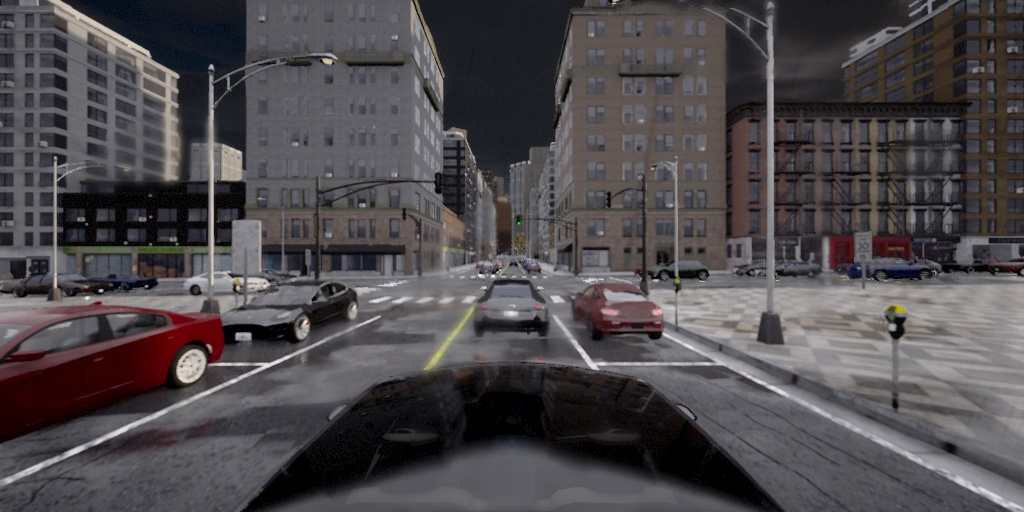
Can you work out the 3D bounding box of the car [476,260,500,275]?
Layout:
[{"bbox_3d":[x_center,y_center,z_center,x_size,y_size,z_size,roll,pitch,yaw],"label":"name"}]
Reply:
[{"bbox_3d":[-2.958,1.527,44.928,1.812,1.442,4.674,0,0,2],"label":"car"}]

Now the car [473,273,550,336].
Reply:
[{"bbox_3d":[0.000,1.378,10.654,1.994,1.385,4.181,0,0,0],"label":"car"}]

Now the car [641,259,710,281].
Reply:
[{"bbox_3d":[13.406,1.077,29.191,4.553,1.767,2.097,-1,0,0],"label":"car"}]

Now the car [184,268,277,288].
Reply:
[{"bbox_3d":[-17.841,1.674,22.513,4.674,1.442,1.812,-1,0,0],"label":"car"}]

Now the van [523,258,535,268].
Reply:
[{"bbox_3d":[2.945,1.375,52.669,1.690,1.789,3.998,0,0,0],"label":"van"}]

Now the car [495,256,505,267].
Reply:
[{"bbox_3d":[-2.806,1.432,64.488,2.097,1.767,4.553,0,0,1],"label":"car"}]

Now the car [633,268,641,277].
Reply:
[{"bbox_3d":[13.562,1.331,32.441,4.718,1.301,1.895,-1,0,0],"label":"car"}]

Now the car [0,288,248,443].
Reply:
[{"bbox_3d":[-5.767,1.314,4.240,1.888,1.381,4.507,0,0,0],"label":"car"}]

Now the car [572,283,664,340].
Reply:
[{"bbox_3d":[2.743,1.390,9.906,1.802,1.307,4.207,0,0,0],"label":"car"}]

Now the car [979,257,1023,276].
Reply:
[{"bbox_3d":[41.952,0.807,29.136,5.008,1.535,1.882,-1,0,1],"label":"car"}]

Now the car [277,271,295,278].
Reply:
[{"bbox_3d":[-17.932,1.649,25.809,4.902,1.511,2.128,-1,0,4],"label":"car"}]

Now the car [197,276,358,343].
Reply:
[{"bbox_3d":[-5.782,1.375,9.884,1.948,1.339,4.313,0,0,0],"label":"car"}]

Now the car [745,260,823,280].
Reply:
[{"bbox_3d":[22.359,1.090,29.185,4.902,1.511,2.128,-1,0,0],"label":"car"}]

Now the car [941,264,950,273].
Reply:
[{"bbox_3d":[31.824,0.972,29.171,4.892,1.490,1.837,-1,0,0],"label":"car"}]

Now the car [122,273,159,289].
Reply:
[{"bbox_3d":[-28.461,1.893,25.768,4.718,1.301,1.895,-1,0,0],"label":"car"}]

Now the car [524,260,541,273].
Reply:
[{"bbox_3d":[2.913,1.592,47.117,1.802,1.307,4.207,0,0,0],"label":"car"}]

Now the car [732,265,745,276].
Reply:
[{"bbox_3d":[22.603,1.093,32.434,4.902,1.511,2.128,-1,0,0],"label":"car"}]

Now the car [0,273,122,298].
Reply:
[{"bbox_3d":[-28.471,1.832,22.518,5.357,1.411,2.033,-1,0,0],"label":"car"}]

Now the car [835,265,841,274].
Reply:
[{"bbox_3d":[32.074,0.976,32.423,4.892,1.490,1.837,-1,0,0],"label":"car"}]

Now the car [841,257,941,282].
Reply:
[{"bbox_3d":[27.067,0.876,25.732,4.553,1.767,2.097,-1,0,0],"label":"car"}]

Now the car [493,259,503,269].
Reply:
[{"bbox_3d":[-2.900,1.590,54.579,2.033,1.411,5.357,0,0,0],"label":"car"}]

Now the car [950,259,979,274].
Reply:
[{"bbox_3d":[41.870,0.939,32.387,4.718,1.301,1.895,-1,0,0],"label":"car"}]
